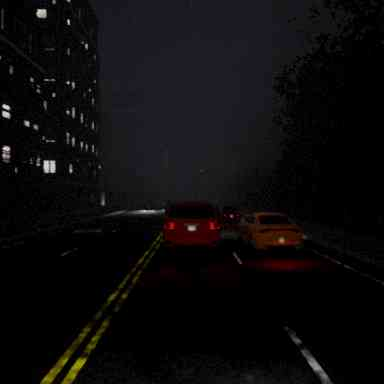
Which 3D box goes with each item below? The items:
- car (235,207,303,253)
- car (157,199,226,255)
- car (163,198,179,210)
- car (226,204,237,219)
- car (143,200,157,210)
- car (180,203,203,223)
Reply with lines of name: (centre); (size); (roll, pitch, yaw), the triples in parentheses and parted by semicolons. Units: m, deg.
car: (3.249, 1.616, 14.487); (1.882, 1.535, 5.008); (0, 0, 0)
car: (-0.005, 1.350, 14.013); (2.150, 2.045, 5.566); (0, 0, 0)
car: (-3.277, 1.863, 52.670); (2.097, 1.767, 4.553); (0, 0, 0)
car: (3.242, 1.807, 29.404); (1.812, 1.442, 4.674); (0, 0, 0)
car: (-6.528, 2.005, 52.444); (2.128, 1.511, 4.902); (0, -1, 0)
car: (-0.009, 1.788, 29.296); (1.837, 1.490, 4.892); (0, 0, 0)
